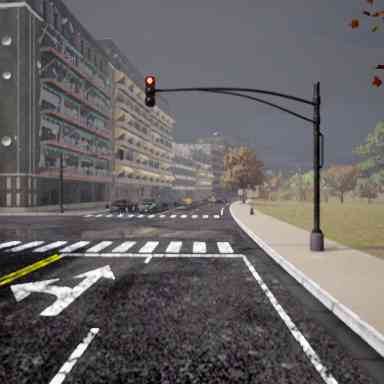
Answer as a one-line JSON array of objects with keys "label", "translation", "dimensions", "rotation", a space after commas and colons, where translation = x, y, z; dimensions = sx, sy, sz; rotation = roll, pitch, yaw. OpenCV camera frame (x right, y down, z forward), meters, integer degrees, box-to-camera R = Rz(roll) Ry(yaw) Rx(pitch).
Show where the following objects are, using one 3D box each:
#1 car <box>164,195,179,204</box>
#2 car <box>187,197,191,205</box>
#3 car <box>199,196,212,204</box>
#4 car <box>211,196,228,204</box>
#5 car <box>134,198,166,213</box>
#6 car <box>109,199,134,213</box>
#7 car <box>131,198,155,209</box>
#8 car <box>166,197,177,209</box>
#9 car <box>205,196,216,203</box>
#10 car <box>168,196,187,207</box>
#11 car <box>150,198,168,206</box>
[{"label": "car", "translation": [-4.171, 1.571, 68.332], "dimensions": [2.097, 1.767, 4.553], "rotation": [0, 0, 9]}, {"label": "car", "translation": [-1.320, 1.683, 65.618], "dimensions": [1.882, 1.535, 5.008], "rotation": [0, 0, 9]}, {"label": "car", "translation": [2.549, 1.720, 69.171], "dimensions": [2.128, 1.511, 4.902], "rotation": [0, 0, 10]}, {"label": "car", "translation": [5.762, 1.776, 68.679], "dimensions": [2.033, 1.411, 5.357], "rotation": [0, 0, 10]}, {"label": "car", "translation": [-4.771, 1.429, 38.206], "dimensions": [2.097, 1.767, 4.553], "rotation": [0, 0, 5]}, {"label": "car", "translation": [-8.015, 1.582, 38.433], "dimensions": [1.837, 1.490, 4.892], "rotation": [0, 0, 5]}, {"label": "car", "translation": [-7.017, 1.666, 48.128], "dimensions": [2.033, 1.411, 5.357], "rotation": [0, 0, 6]}, {"label": "car", "translation": [-3.865, 1.716, 47.152], "dimensions": [1.895, 1.301, 4.718], "rotation": [0, 0, 7]}, {"label": "car", "translation": [4.381, 1.720, 79.370], "dimensions": [1.882, 1.535, 5.008], "rotation": [0, 0, 12]}, {"label": "car", "translation": [-2.637, 1.707, 56.725], "dimensions": [2.033, 1.411, 5.357], "rotation": [0, 0, 8]}, {"label": "car", "translation": [-5.704, 1.712, 58.200], "dimensions": [2.033, 1.411, 5.357], "rotation": [0, 0, 8]}]
